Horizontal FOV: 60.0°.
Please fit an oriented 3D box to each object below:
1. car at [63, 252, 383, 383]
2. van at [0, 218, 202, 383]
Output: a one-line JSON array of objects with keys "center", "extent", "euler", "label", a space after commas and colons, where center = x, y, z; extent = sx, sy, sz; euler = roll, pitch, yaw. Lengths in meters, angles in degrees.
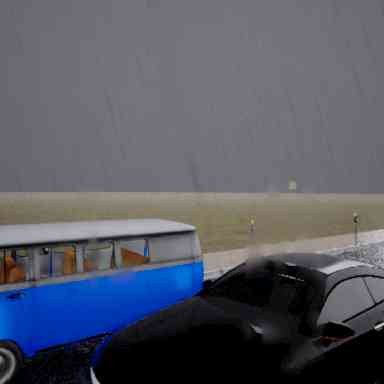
[{"center": [1.174, 1.526, 3.911], "extent": [4.674, 1.442, 1.812], "euler": [0, 0, -36], "label": "car"}, {"center": [-1.696, 1.341, 4.875], "extent": [3.998, 1.788, 1.690], "euler": [0, 1, -36], "label": "van"}]
